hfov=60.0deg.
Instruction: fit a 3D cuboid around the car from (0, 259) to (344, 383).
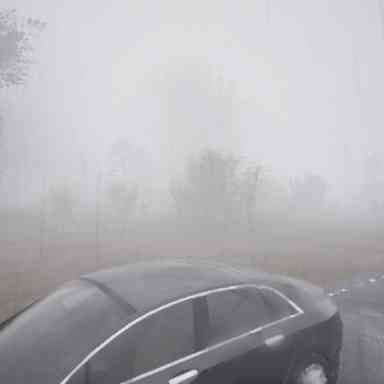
[{"bbox_3d":[-0.525,1.516,3.072,4.892,1.490,1.837,0,0,-36],"label":"car"}]
